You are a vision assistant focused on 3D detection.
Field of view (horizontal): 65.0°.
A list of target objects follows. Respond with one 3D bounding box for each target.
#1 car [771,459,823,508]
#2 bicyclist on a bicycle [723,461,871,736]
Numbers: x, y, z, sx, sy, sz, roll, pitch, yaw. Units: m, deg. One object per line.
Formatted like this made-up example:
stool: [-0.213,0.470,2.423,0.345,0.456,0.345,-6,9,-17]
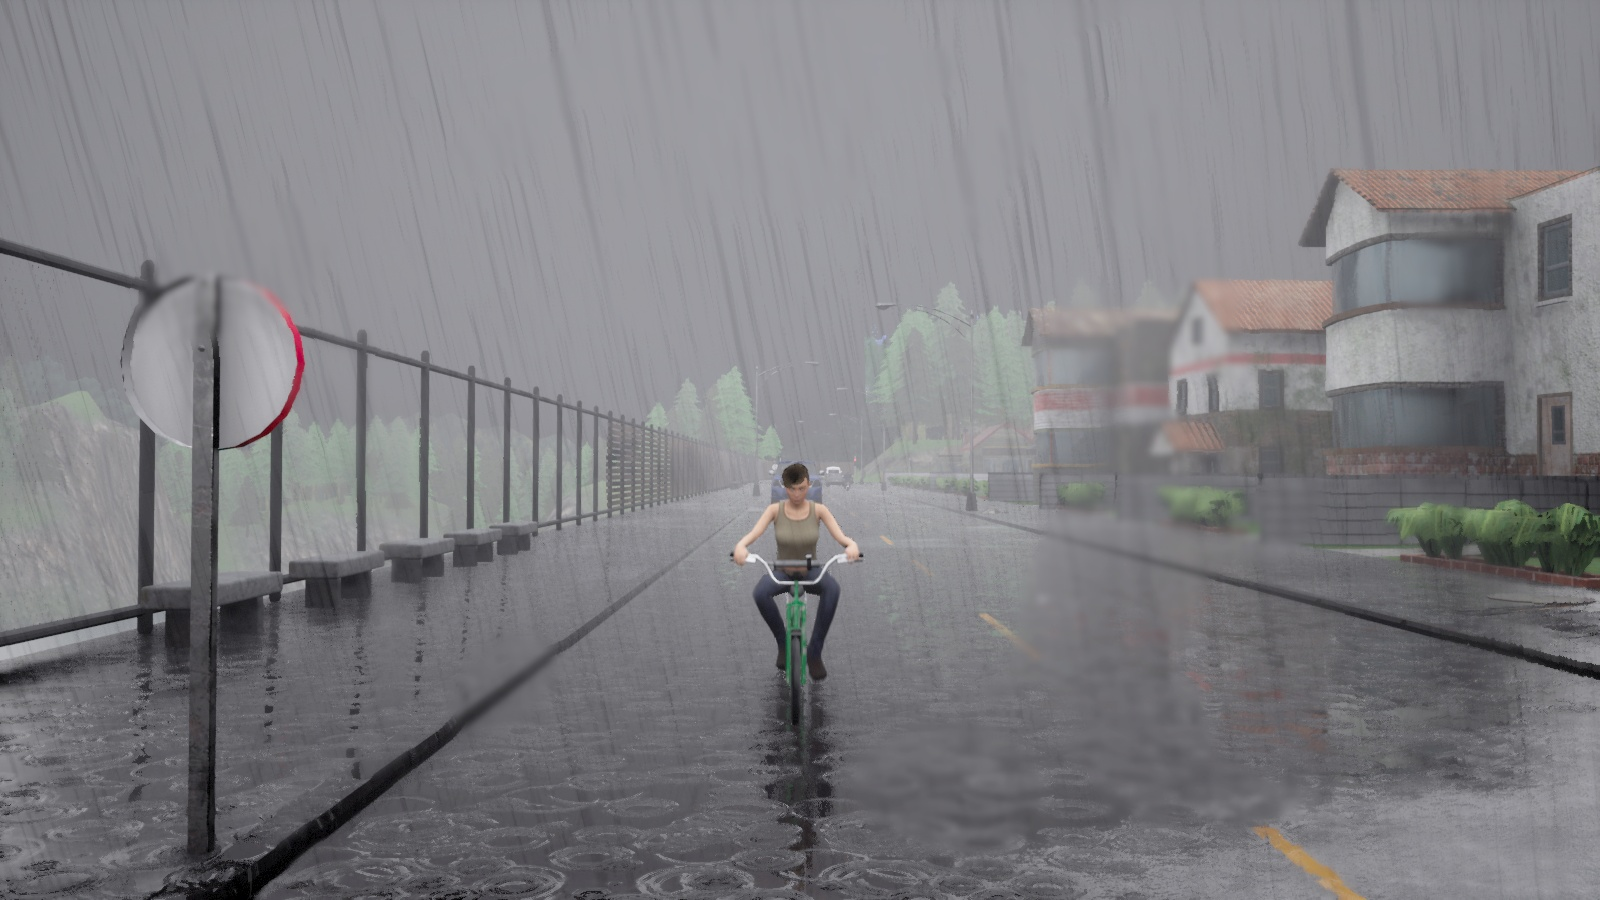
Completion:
car: [-0.135,1.458,55.185,2.150,2.045,5.566,0,-1,0]
bicyclist on a bicycle: [-0.015,0.888,8.164,0.866,1.612,1.509,0,-1,0]
